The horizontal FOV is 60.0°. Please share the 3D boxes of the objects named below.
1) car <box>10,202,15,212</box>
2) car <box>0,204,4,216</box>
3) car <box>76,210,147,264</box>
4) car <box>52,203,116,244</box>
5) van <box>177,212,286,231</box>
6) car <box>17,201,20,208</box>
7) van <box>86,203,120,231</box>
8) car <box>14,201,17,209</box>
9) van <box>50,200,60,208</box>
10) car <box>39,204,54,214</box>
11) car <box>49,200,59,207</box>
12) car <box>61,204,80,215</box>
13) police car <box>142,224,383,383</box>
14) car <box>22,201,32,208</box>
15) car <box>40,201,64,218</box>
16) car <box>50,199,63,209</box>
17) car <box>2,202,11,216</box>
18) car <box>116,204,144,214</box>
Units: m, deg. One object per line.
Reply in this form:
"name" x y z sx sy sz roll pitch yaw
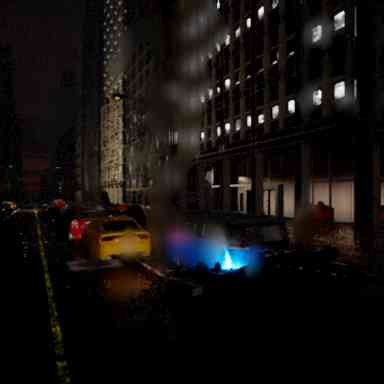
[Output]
"car" -28.842 2.507 51.358 1.802 1.307 4.206 0 -1 -26
"car" -19.030 2.117 30.854 2.008 1.369 4.403 0 -1 -26
"car" -3.119 1.689 12.895 1.882 1.535 5.008 0 -1 -26
"car" -5.982 1.655 18.040 2.097 1.767 4.553 0 -1 -31
"van" 0.794 1.471 8.844 1.690 1.788 3.998 -1 -1 -26
"car" -36.130 2.716 66.584 1.752 1.417 4.829 0 -1 -26
"van" -6.566 1.741 24.222 1.690 1.788 3.998 -1 -1 -26
"car" -31.298 2.455 56.486 1.967 1.590 4.097 0 -1 -26
"van" -31.100 2.637 75.483 1.690 1.788 3.998 -1 -1 -26
"car" -21.646 2.459 49.519 1.895 1.301 4.718 0 -1 -26
"car" -33.552 2.825 80.608 1.967 1.590 4.097 -1 -1 -26
"car" -16.376 2.309 44.724 2.008 1.369 4.403 -1 -1 -26
"police car" 1.149 1.480 3.975 1.930 1.638 5.238 0 -1 -26
"car" -37.209 2.829 75.087 1.837 1.490 4.892 0 -1 -26
"car" -16.303 2.156 38.422 2.128 1.511 4.902 0 -1 -25
"car" -28.647 2.521 70.358 2.192 1.841 5.009 -1 -1 -26
"car" -23.936 2.297 41.106 2.008 1.369 4.403 0 -1 -26
"car" -4.113 1.625 19.096 2.192 1.841 5.009 -1 -1 -26
